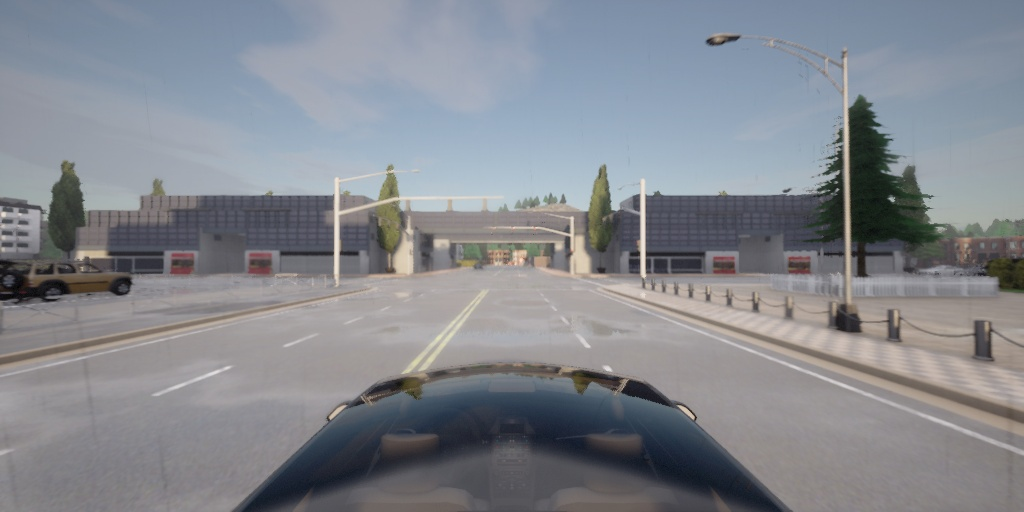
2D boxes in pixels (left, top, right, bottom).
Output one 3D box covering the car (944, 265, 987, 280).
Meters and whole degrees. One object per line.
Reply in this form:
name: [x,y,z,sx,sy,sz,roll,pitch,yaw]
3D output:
car: [50.259,1.754,38.341,4.902,1.511,2.128,0,-1,0]
